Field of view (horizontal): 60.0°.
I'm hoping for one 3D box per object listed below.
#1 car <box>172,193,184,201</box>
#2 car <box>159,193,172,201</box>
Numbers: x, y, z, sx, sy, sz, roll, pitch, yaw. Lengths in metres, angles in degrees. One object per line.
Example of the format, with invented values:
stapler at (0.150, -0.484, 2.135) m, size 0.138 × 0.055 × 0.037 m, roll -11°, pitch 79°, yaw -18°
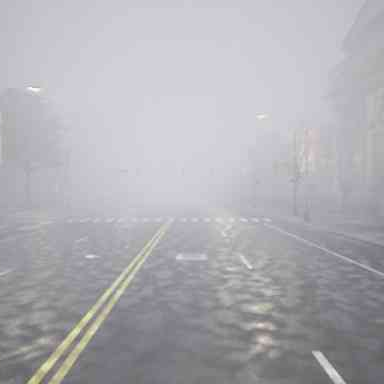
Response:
car at (-3.971, 1.682, 93.334) m, size 1.837 × 1.490 × 4.892 m, roll 0°, pitch 0°, yaw -7°
car at (-7.280, 1.718, 91.590) m, size 2.033 × 1.411 × 5.357 m, roll 0°, pitch 0°, yaw -3°
